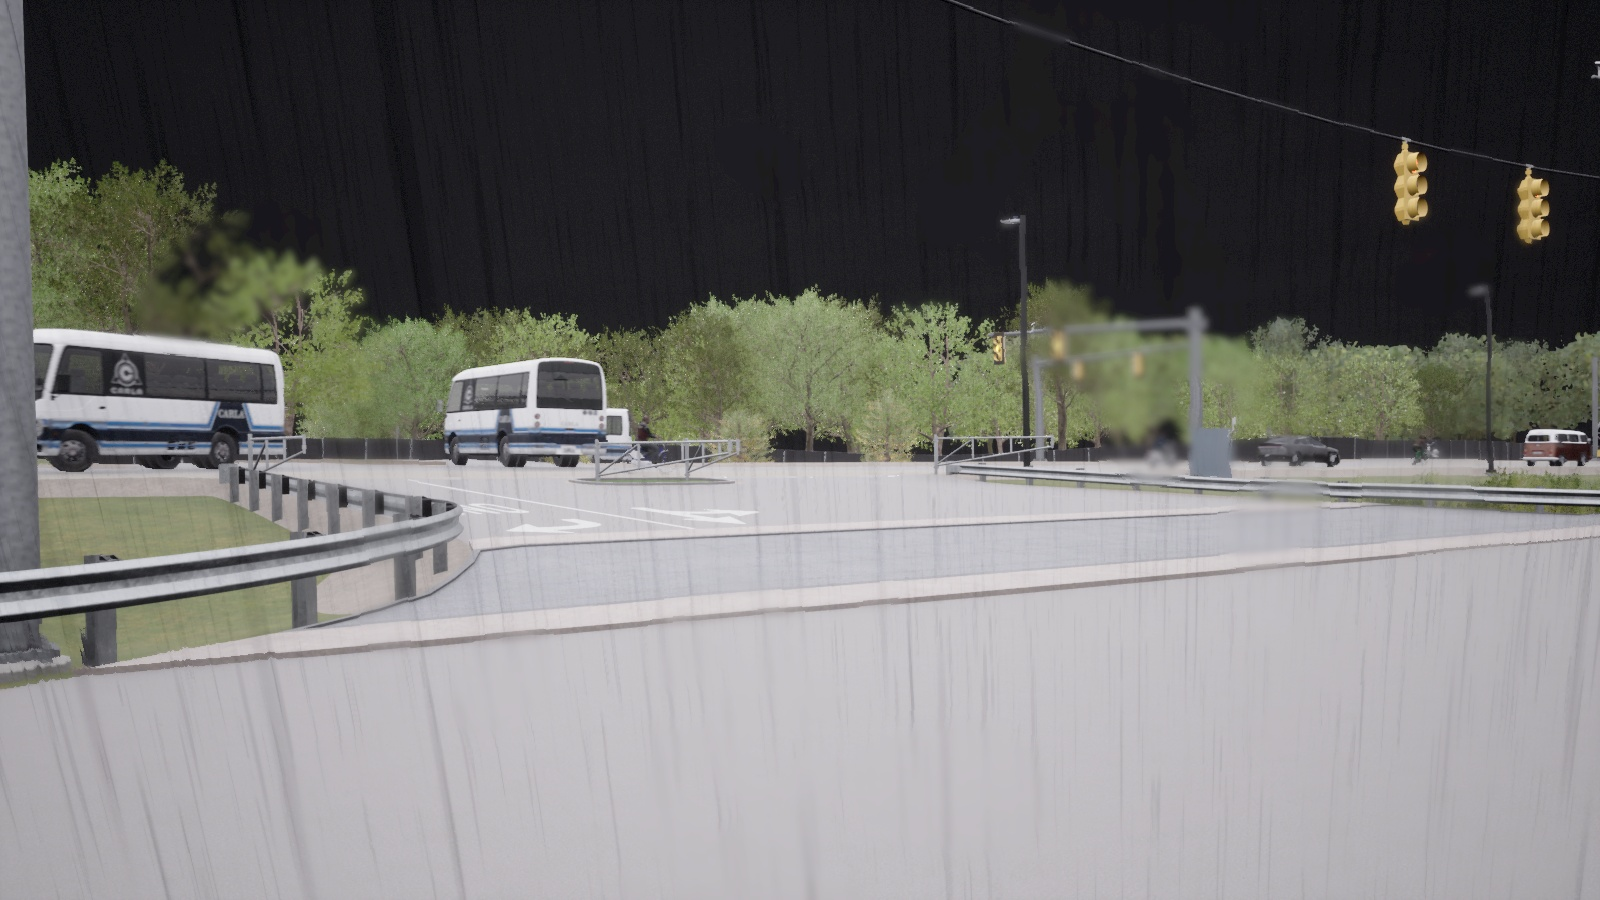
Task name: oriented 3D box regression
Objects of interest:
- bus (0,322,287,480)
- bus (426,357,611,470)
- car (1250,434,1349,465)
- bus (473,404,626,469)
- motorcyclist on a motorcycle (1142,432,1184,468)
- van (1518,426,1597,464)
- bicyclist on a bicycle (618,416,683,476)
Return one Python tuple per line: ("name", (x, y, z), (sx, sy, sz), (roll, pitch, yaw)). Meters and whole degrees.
("bus", (-21.306, -1.372, 39.289), (3.944, 4.253, 10.273), (1, 0, 18))
("bus", (-12.021, -1.368, 52.648), (3.944, 4.253, 10.273), (1, 0, -35))
("car", (24.724, -0.016, 62.094), (4.902, 1.511, 2.128), (0, 0, -34))
("bus", (-17.914, -0.925, 90.563), (10.273, 4.253, 3.944), (2, -2, -4))
("motorcyclist on a motorcycle", (16.296, -0.012, 56.398), (1.817, 1.590, 0.866), (0, 0, -34))
("van", (41.925, -0.272, 69.495), (4.480, 2.038, 2.069), (0, 0, -34))
("bicyclist on a bicycle", (-4.521, -0.120, 38.088), (1.843, 1.776, 0.659), (0, 2, -34))
